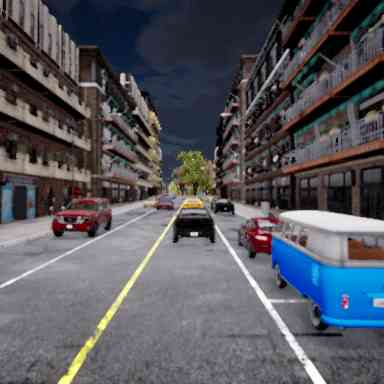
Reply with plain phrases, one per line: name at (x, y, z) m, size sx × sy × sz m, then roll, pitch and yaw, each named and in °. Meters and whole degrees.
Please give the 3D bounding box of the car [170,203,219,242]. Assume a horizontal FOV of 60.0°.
car at (0.094, 1.471, 16.048) m, size 1.837 × 1.490 × 4.892 m, roll 0°, pitch 0°, yaw 0°

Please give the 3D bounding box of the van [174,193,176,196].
van at (-5.673, 1.174, 91.518) m, size 1.690 × 1.788 × 3.998 m, roll 1°, pitch 0°, yaw 0°

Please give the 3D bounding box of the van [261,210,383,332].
van at (2.705, 1.327, 6.553) m, size 1.690 × 1.788 × 3.998 m, roll 1°, pitch 0°, yaw 0°

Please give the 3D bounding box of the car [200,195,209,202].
car at (2.707, 1.405, 74.494) m, size 1.887 × 1.381 × 4.507 m, roll 1°, pitch 0°, yaw 0°

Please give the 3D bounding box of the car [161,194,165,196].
car at (-5.677, 1.443, 51.886) m, size 1.887 × 1.381 × 4.507 m, roll 1°, pitch 0°, yaw 0°

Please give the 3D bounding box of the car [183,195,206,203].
car at (0.096, 1.411, 32.934) m, size 1.882 × 1.535 × 5.008 m, roll 0°, pitch 0°, yaw 0°

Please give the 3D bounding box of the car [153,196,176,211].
car at (-3.092, 1.485, 39.114) m, size 1.994 × 1.385 × 4.181 m, roll 0°, pitch 0°, yaw 0°

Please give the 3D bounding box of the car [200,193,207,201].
car at (2.705, 1.395, 69.003) m, size 1.752 × 1.417 × 4.829 m, roll 1°, pitch 0°, yaw 0°

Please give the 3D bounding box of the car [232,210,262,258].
car at (2.701, 1.557, 12.215) m, size 1.802 × 1.307 × 4.206 m, roll 1°, pitch 0°, yaw 0°

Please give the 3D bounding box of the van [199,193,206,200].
van at (2.693, 1.183, 85.818) m, size 1.690 × 1.788 × 3.998 m, roll 1°, pitch 0°, yaw 0°

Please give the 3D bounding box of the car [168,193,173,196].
car at (-5.673, 1.184, 68.872) m, size 2.192 × 1.841 × 5.009 m, roll 1°, pitch 0°, yaw 0°

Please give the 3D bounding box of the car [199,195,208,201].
car at (2.711, 1.417, 80.157) m, size 1.947 × 1.339 × 4.313 m, roll 1°, pitch 0°, yaw 0°

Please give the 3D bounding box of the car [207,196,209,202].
car at (3.147, 1.424, 40.456) m, size 1.837 × 1.490 × 4.892 m, roll 0°, pitch 0°, yaw 0°

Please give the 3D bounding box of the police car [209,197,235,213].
police car at (3.135, 1.357, 33.565) m, size 1.930 × 1.638 × 5.238 m, roll 0°, pitch 0°, yaw 0°

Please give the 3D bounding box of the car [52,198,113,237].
car at (-5.674, 1.278, 17.917) m, size 2.192 × 1.841 × 5.009 m, roll 1°, pitch 0°, yaw 0°

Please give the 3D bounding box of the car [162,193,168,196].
car at (-5.676, 1.328, 57.549) m, size 1.967 × 1.590 × 4.097 m, roll 1°, pitch 0°, yaw 0°

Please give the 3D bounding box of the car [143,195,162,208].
car at (-5.678, 1.434, 46.056) m, size 1.752 × 1.417 × 4.829 m, roll 1°, pitch 0°, yaw 0°
